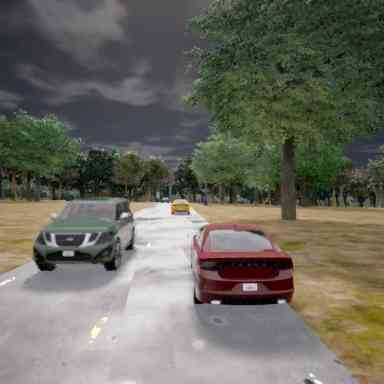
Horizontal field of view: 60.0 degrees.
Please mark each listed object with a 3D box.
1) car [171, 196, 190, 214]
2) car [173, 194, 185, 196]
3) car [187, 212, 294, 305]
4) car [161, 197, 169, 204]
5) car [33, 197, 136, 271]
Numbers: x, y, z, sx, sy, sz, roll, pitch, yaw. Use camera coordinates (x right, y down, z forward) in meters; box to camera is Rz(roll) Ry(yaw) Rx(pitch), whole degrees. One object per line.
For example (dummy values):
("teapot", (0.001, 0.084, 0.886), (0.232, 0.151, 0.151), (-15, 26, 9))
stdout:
("car", (-1.254, 1.548, 35.871), (1.882, 1.535, 5.008), (0, 0, -3))
("car", (-1.781, 1.356, 46.380), (2.150, 2.045, 5.566), (0, 0, -3))
("car", (0.932, 1.477, 8.172), (1.882, 1.535, 5.008), (0, 0, -2))
("car", (-6.522, 2.038, 81.490), (1.882, 1.535, 5.008), (0, -1, -3))
("car", (-3.252, 1.220, 11.264), (2.150, 2.045, 5.566), (0, 0, -2))
